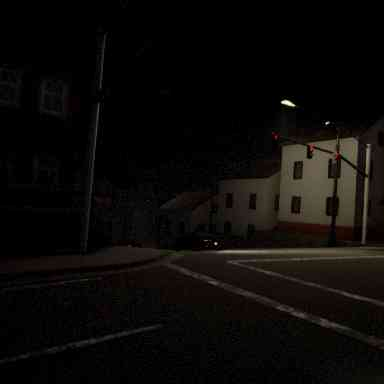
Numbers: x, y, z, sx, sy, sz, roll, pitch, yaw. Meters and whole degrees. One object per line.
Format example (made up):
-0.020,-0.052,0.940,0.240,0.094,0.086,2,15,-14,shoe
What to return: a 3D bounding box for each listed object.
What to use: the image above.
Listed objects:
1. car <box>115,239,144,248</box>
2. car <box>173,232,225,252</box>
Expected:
-6.576,5.465,33.247,1.882,1.535,5.008,6,-17,-35,car
0.424,3.526,23.647,1.994,1.385,4.181,6,-12,-35,car
